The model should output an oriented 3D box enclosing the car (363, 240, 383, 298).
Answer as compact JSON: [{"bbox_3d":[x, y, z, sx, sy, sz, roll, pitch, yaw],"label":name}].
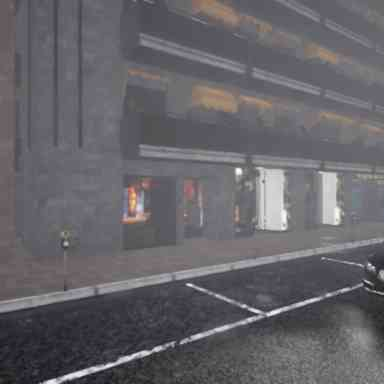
[{"bbox_3d":[5.733,1.478,7.460,4.902,1.511,2.128,0,0,-35],"label":"car"}]
